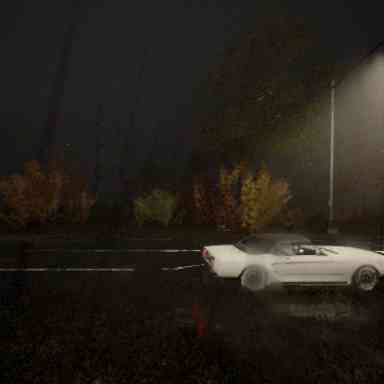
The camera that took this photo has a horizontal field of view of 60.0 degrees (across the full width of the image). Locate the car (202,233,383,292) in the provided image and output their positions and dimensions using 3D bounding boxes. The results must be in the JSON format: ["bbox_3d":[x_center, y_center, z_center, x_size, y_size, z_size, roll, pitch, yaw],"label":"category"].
[{"bbox_3d":[2.715,1.795,8.950,4.718,1.301,1.895,1,-1,-7],"label":"car"}]
